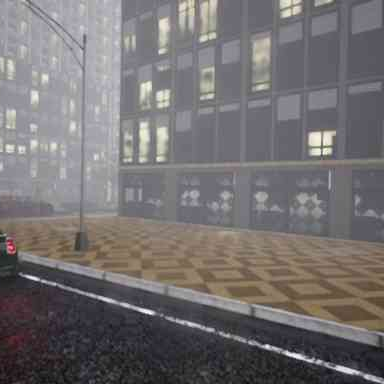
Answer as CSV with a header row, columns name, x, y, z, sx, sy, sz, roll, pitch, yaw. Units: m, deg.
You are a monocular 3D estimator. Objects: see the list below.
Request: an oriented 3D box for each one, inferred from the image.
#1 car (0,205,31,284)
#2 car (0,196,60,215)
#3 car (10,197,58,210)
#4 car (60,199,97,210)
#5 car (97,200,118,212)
name,x,y,z,sx,sy,sz,roll,pitch,yaw
car,-6.233,1.265,8.103,4.553,1.767,2.097,1,0,35
car,-15.197,1.263,30.219,2.192,1.841,5.009,1,0,36
car,-18.710,1.316,39.589,1.752,1.417,4.829,1,0,36
car,-14.057,1.494,41.534,1.895,1.301,4.718,2,1,36
car,-8.416,1.576,39.443,1.752,1.417,4.829,1,0,36
